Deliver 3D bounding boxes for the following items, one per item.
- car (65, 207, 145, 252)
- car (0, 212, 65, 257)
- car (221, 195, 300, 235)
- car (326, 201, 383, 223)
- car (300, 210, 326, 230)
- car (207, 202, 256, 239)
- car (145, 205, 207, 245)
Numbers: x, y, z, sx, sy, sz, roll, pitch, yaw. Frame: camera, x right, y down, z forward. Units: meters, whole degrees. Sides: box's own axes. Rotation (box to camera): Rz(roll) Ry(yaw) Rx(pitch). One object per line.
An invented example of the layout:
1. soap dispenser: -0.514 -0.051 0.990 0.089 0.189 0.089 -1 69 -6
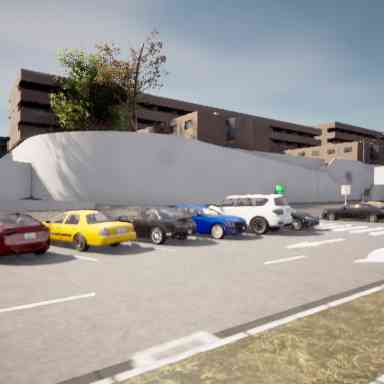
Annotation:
1. car: -4.671 1.435 13.525 5.366 1.575 1.946 -1 -1 35
2. car: -6.972 1.465 11.704 4.792 1.488 2.163 -1 -1 35
3. car: 2.741 1.198 18.628 5.566 2.045 2.435 -1 -1 35
4. car: 12.486 1.539 25.529 4.674 1.452 2.002 -1 -1 35
5. car: 5.197 1.460 20.353 4.892 1.521 2.231 -1 -1 34
6. car: 0.340 1.443 16.888 5.008 1.535 2.097 -1 -1 35
7. car: -2.085 1.441 15.146 4.892 1.521 2.231 -1 -1 35
